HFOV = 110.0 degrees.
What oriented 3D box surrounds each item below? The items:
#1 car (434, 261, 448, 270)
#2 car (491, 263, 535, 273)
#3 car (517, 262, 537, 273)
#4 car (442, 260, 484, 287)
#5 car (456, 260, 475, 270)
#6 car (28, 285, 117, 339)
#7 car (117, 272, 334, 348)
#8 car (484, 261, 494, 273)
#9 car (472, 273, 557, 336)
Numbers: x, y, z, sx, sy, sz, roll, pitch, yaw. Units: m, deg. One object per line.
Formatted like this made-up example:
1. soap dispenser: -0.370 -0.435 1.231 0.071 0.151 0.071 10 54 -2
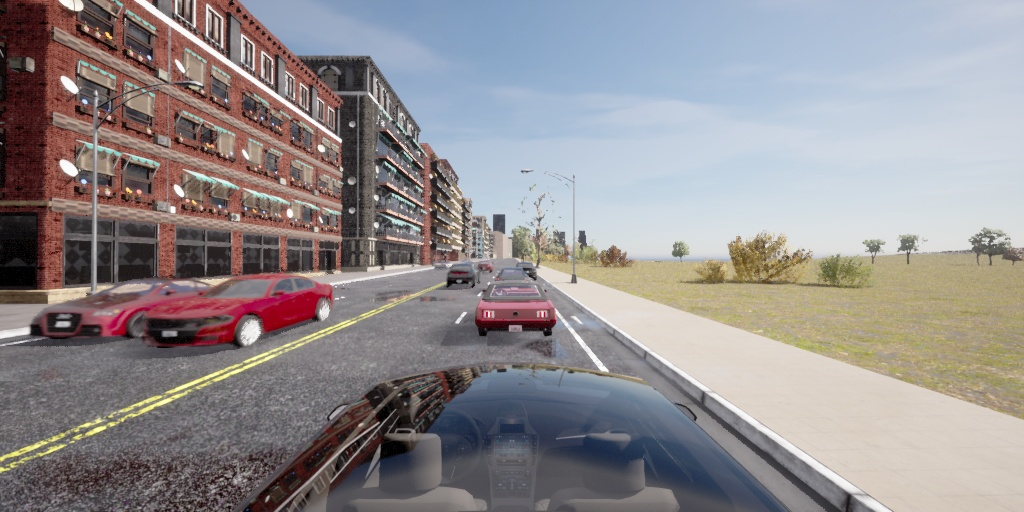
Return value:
1. car: -9.975 1.354 51.943 1.895 1.301 4.718 0 0 0
2. car: 0.044 1.317 20.365 1.994 1.385 4.181 0 0 0
3. car: 1.064 1.259 30.359 1.837 1.490 4.892 0 0 0
4. car: -3.209 1.259 24.224 1.837 1.490 4.892 0 0 0
5. car: -6.727 1.300 52.460 2.033 1.411 5.357 0 0 0
6. car: -9.872 1.315 9.872 1.994 1.385 4.181 0 0 0
7. car: -6.620 1.229 9.413 1.882 1.535 5.008 0 0 0
8. car: -3.259 1.279 43.901 1.812 1.442 4.674 0 0 0
9. car: 0.079 1.352 10.335 1.895 1.301 4.718 0 0 0
